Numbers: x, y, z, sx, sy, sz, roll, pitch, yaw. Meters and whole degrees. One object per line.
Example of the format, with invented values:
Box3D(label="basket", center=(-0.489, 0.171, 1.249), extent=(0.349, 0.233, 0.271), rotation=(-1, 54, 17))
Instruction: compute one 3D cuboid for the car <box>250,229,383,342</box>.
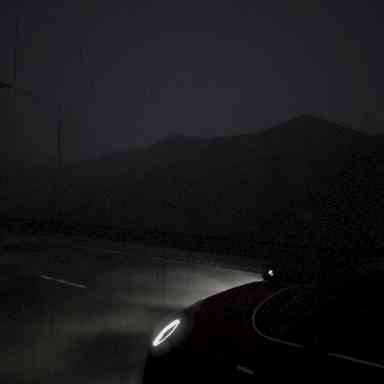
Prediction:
Box3D(label="car", center=(3.375, 1.561, 5.872), extent=(4.181, 1.385, 1.994), rotation=(0, 0, 36))

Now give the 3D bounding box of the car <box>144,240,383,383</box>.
Box3D(label="car", center=(1.740, 1.352, 2.738), extent=(4.553, 1.767, 2.097), rotation=(0, 0, 36))
